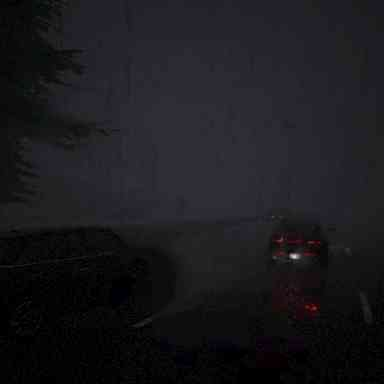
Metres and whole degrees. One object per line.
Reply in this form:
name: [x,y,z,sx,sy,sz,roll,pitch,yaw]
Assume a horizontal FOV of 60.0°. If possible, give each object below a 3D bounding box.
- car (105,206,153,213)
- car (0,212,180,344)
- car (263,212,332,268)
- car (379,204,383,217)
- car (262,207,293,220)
car: [-6.327,2.124,32.518,5.357,1.411,2.033,1,-1,-40]
car: [-2.325,1.485,7.064,2.097,1.767,4.553,-2,-1,39]
car: [4.024,1.701,12.161,1.837,1.490,4.892,0,-1,23]
car: [22.585,2.067,37.857,1.837,1.490,4.892,-1,-2,35]
car: [7.553,2.000,28.097,2.033,1.411,5.357,-1,-1,30]
